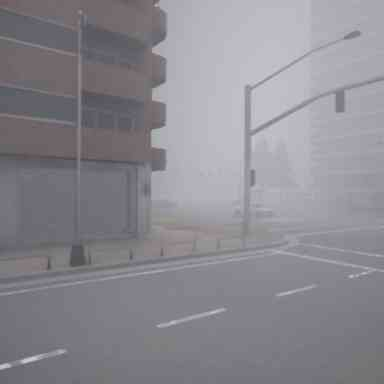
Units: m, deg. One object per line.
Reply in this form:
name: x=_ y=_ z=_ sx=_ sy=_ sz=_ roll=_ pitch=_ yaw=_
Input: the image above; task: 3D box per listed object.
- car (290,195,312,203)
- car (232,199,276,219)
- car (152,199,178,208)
car: x=24.338 y=1.743 z=74.612 sx=5.566 sy=2.045 sz=2.150 roll=1 pitch=0 yaw=-30
car: x=5.996 y=1.740 z=32.403 sx=1.812 sy=1.442 sz=4.674 roll=1 pitch=0 yaw=-35
car: x=-4.762 y=1.768 z=51.669 sx=5.357 sy=1.411 sz=2.033 roll=0 pitch=0 yaw=29
